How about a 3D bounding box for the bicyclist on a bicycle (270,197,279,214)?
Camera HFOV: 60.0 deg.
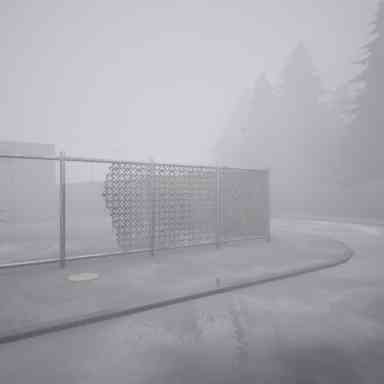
[{"bbox_3d":[7.935,1.349,32.468,1.656,1.620,0.582,0,0,-36],"label":"bicyclist on a bicycle"}]
